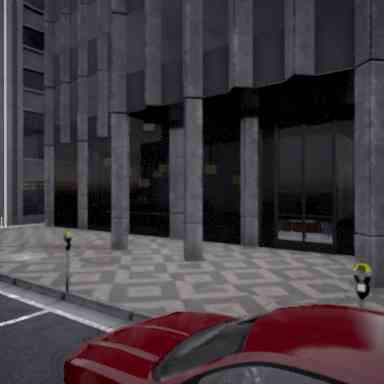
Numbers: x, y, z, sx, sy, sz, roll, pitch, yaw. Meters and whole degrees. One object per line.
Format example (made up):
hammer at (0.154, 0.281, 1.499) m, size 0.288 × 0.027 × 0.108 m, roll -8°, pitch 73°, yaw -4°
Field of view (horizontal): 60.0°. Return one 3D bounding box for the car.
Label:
car at (0.883, 1.548, 2.331) m, size 4.507 × 1.381 × 1.887 m, roll 0°, pitch 0°, yaw 36°
